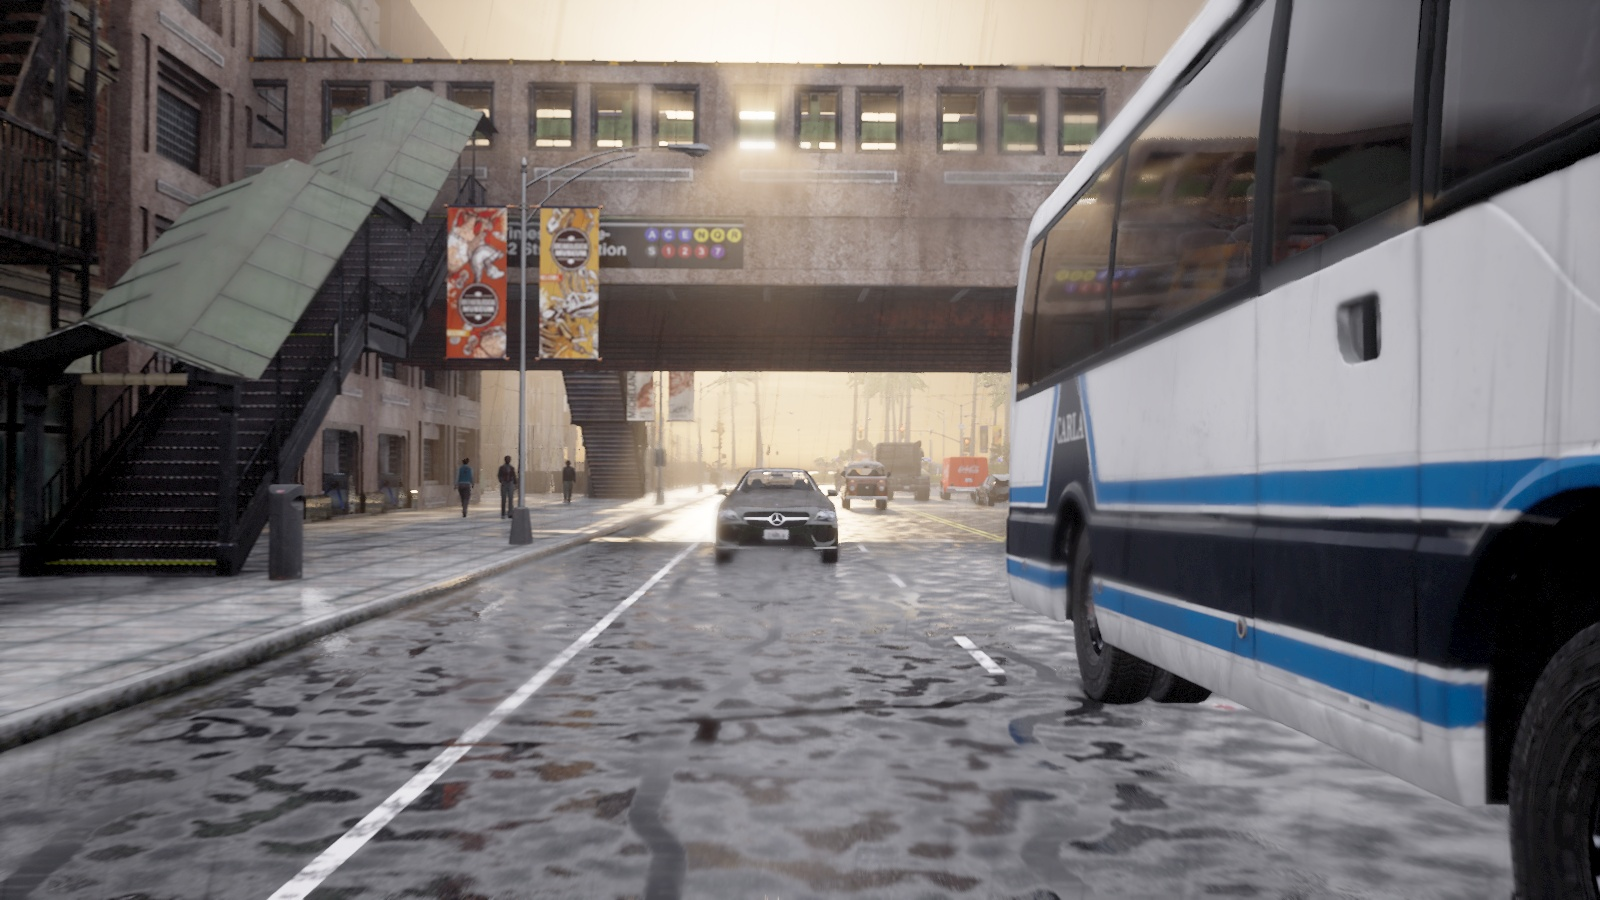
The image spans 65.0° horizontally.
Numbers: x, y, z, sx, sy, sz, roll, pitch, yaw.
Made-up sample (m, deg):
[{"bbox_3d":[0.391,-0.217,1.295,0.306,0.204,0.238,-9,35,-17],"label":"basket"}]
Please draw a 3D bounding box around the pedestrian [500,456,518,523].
[{"bbox_3d":[-8.393,1.131,36.187,0.402,1.930,0.666,0,-1,-23],"label":"pedestrian"}]

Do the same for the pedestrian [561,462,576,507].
[{"bbox_3d":[-9.545,1.406,51.850,0.431,1.840,0.703,0,-1,6],"label":"pedestrian"}]

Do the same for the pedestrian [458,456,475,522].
[{"bbox_3d":[-9.975,1.161,37.580,0.396,1.930,0.692,0,-1,-8],"label":"pedestrian"}]

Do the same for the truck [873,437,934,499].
[{"bbox_3d":[5.928,1.079,73.343,2.891,3.462,7.936,0,-1,0],"label":"truck"}]

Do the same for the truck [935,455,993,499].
[{"bbox_3d":[9.378,1.543,72.218,2.627,2.467,5.204,0,-1,-1],"label":"truck"}]

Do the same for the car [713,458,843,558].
[{"bbox_3d":[-0.404,0.999,23.283,2.152,1.651,5.027,0,-1,-1],"label":"car"}]

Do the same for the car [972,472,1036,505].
[{"bbox_3d":[9.669,1.815,59.835,2.163,1.488,4.792,0,-1,-1],"label":"car"}]

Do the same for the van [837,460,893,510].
[{"bbox_3d":[2.750,1.459,53.714,2.069,2.038,4.480,0,-1,-1],"label":"van"}]

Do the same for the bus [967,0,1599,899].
[{"bbox_3d":[3.465,-0.470,5.946,3.944,4.253,10.273,0,-2,0],"label":"bus"}]
